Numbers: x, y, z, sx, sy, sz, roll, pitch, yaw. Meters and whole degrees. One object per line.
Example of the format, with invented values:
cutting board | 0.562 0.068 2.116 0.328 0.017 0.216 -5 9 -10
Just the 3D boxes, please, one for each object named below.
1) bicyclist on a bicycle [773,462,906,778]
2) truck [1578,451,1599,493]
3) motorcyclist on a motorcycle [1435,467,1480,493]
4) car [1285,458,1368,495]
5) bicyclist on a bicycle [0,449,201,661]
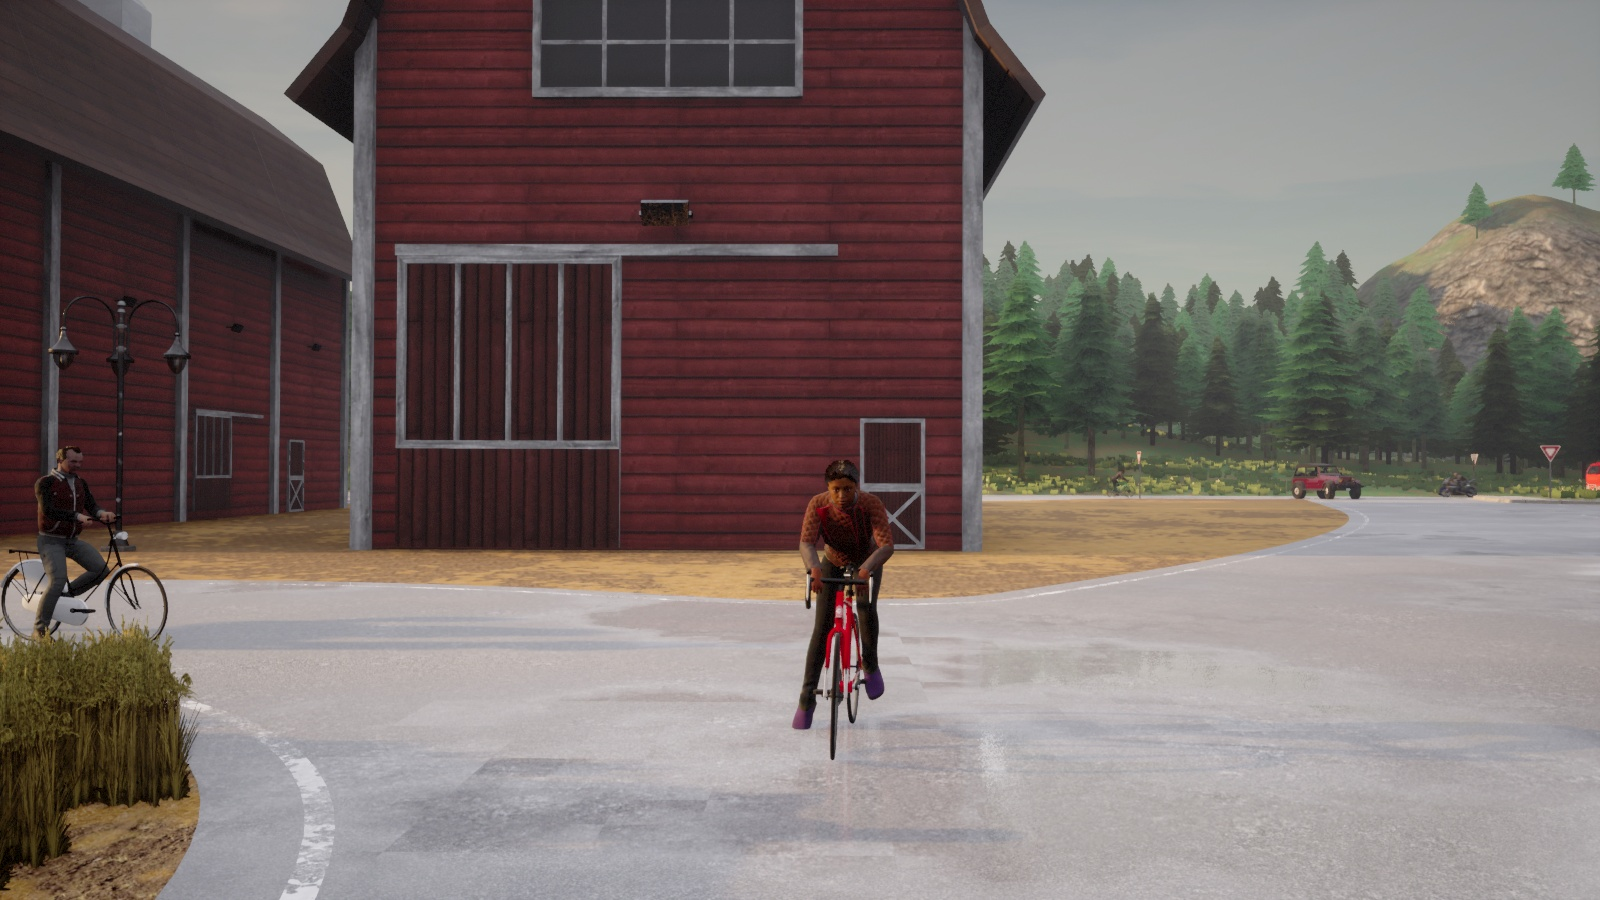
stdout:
bicyclist on a bicycle | 0.272 0.881 7.307 0.582 1.620 1.656 0 -1 8
truck | 49.415 1.200 74.122 5.204 2.467 2.627 -3 -1 2
motorcyclist on a motorcycle | 38.930 1.800 74.402 2.191 1.530 0.866 0 -1 1
car | 27.266 1.387 65.200 1.905 1.878 3.866 0 -2 -17
bicyclist on a bicycle | -6.310 0.897 11.119 1.843 1.776 0.659 -1 -1 16
